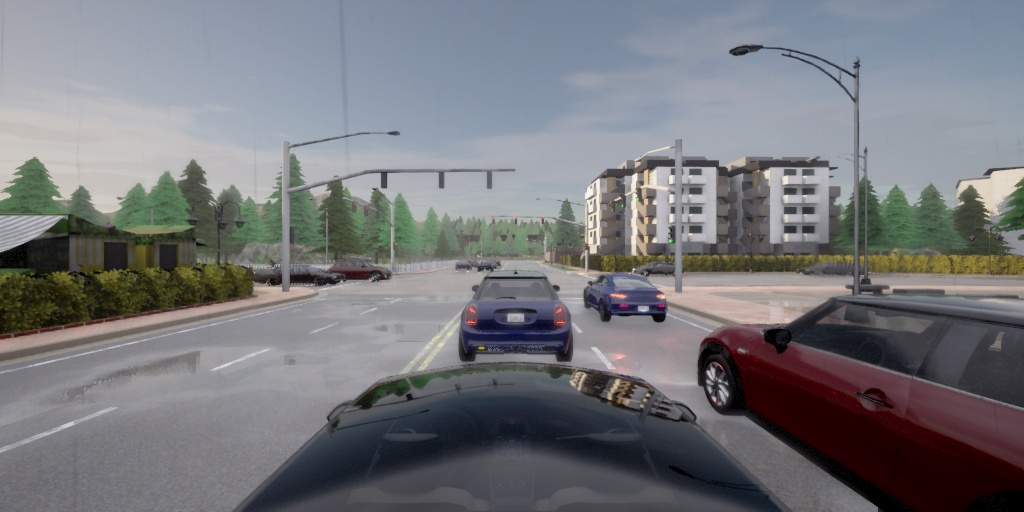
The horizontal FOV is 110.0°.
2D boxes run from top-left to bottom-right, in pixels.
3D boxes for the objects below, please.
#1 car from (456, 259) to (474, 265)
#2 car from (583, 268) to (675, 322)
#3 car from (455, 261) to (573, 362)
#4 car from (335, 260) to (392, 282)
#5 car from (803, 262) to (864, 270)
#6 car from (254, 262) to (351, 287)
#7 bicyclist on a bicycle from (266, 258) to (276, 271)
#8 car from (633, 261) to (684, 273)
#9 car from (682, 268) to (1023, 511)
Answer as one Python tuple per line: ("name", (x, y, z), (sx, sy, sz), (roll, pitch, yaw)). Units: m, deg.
("car", (-6.802, 1.228, 50.920), (1.882, 1.535, 5.008), (0, 0, 0))
("car", (3.645, 1.276, 12.113), (1.812, 1.442, 4.674), (0, 0, 1))
("car", (0.092, 1.102, 8.403), (2.097, 1.767, 4.553), (0, 0, 1))
("car", (-11.784, 1.101, 27.876), (4.553, 1.767, 2.097), (0, 0, -7))
("car", (31.100, 1.297, 34.963), (5.357, 1.411, 2.033), (0, 0, 7))
("car", (-14.035, 1.297, 23.906), (5.357, 1.411, 2.033), (0, 0, -1))
("bicyclist on a bicycle", (-25.594, 1.052, 38.175), (0.582, 1.620, 1.656), (0, 0, -1))
("car", (14.246, 1.241, 34.997), (4.902, 1.511, 2.128), (0, 0, -2))
("car", (3.605, 1.102, 3.124), (2.097, 1.767, 4.553), (0, 0, 0))
